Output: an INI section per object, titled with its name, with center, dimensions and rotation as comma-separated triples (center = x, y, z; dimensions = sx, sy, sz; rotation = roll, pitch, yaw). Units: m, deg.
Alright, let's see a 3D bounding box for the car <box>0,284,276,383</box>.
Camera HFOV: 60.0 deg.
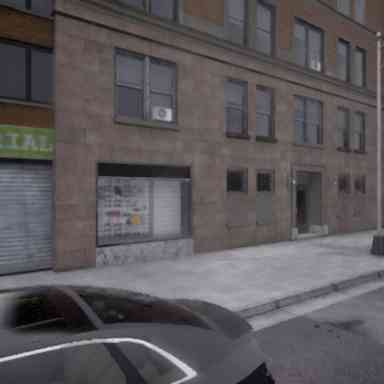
[car]
center = -1.609, 1.505, 1.921
dimensions = 4.892, 1.490, 1.837
rotation = 0, 0, -35
